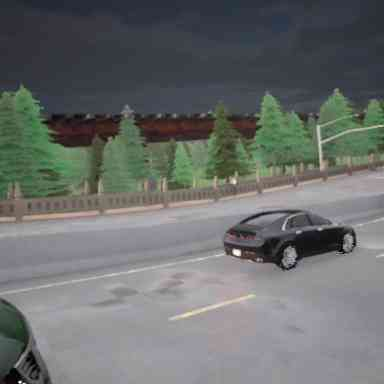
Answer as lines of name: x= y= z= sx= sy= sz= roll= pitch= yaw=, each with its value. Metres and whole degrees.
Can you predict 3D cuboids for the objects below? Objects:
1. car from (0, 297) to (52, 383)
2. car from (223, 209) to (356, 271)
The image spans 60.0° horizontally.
car: x=-3.510 y=1.249 z=1.242 sx=5.566 sy=2.045 sz=2.150 roll=-1 pitch=0 yaw=-36
car: x=3.166 y=1.288 z=10.306 sx=4.892 sy=1.490 sz=1.837 roll=-3 pitch=1 yaw=-35
